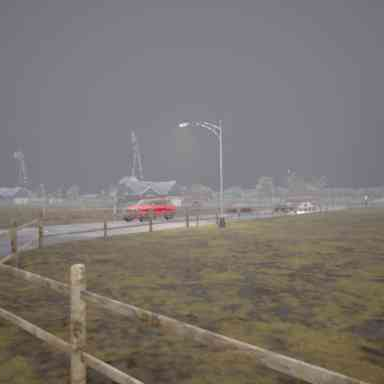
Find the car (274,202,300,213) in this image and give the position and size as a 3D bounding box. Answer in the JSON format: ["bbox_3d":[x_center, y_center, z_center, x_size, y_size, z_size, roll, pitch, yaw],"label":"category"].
[{"bbox_3d":[13.438,2.243,47.919,1.837,1.490,4.892,-2,-2,36],"label":"car"}]

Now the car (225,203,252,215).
[{"bbox_3d":[6.259,2.185,44.220,1.882,1.535,5.008,-2,-2,36],"label":"car"}]

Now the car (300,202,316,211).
[{"bbox_3d":[19.455,2.454,56.324,1.812,1.442,4.674,-2,-2,36],"label":"car"}]

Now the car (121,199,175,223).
[{"bbox_3d":[-3.828,1.633,30.149,2.150,2.045,5.566,-2,-2,36],"label":"car"}]
